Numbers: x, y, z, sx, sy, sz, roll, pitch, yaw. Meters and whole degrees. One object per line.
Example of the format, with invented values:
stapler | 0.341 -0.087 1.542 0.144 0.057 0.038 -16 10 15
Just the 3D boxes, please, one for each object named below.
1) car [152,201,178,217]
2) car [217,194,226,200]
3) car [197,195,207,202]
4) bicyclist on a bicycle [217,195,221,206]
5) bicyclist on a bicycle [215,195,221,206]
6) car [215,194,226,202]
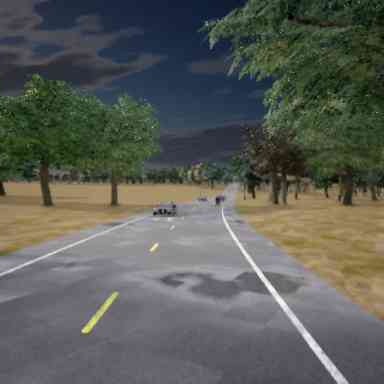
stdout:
car | -2.424 1.529 31.013 1.994 1.385 4.181 0 0 4
car | 7.725 1.258 85.578 2.033 1.411 5.357 0 0 8
car | 2.276 1.417 71.666 2.033 1.411 5.357 0 0 8
bicyclist on a bicycle | 4.505 1.396 55.040 0.582 1.620 1.656 0 0 7
bicyclist on a bicycle | 3.487 1.330 46.292 0.659 1.776 1.843 0 0 6
car | 6.253 1.420 74.804 2.128 1.511 4.902 0 0 8
